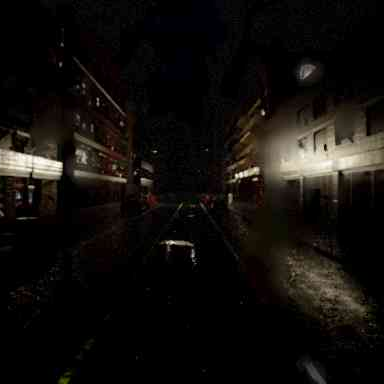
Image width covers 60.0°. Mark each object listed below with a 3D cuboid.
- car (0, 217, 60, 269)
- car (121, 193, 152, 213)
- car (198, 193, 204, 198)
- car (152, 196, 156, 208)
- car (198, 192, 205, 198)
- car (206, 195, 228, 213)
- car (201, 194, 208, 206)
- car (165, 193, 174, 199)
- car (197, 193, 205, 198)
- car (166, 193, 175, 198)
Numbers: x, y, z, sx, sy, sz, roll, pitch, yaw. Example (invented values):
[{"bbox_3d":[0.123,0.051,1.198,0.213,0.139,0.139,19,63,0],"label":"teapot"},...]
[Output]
[{"bbox_3d":[-5.703,1.504,10.823,1.802,1.307,4.206,0,0,0],"label":"car"},{"bbox_3d":[-5.732,1.071,33.366,2.192,1.841,5.009,0,0,0],"label":"car"},{"bbox_3d":[2.603,1.054,67.191,2.008,1.369,4.403,0,0,0],"label":"car"},{"bbox_3d":[-5.740,1.155,39.002,1.967,1.590,4.097,0,0,0],"label":"car"},{"bbox_3d":[2.573,0.857,89.905,1.752,1.417,4.829,0,0,0],"label":"car"},{"bbox_3d":[2.647,1.279,33.545,1.752,1.417,4.829,0,0,0],"label":"car"},{"bbox_3d":[2.632,1.216,44.647,1.887,1.381,4.507,0,0,0],"label":"car"},{"bbox_3d":[-5.801,0.928,84.092,2.008,1.369,4.403,0,0,0],"label":"car"},{"bbox_3d":[2.565,0.856,95.372,1.947,1.339,4.313,0,0,0],"label":"car"},{"bbox_3d":[-5.809,0.886,89.728,2.008,1.369,4.403,0,0,0],"label":"car"}]
